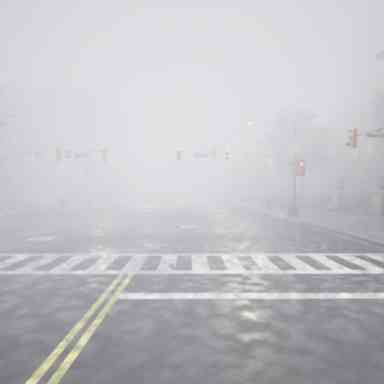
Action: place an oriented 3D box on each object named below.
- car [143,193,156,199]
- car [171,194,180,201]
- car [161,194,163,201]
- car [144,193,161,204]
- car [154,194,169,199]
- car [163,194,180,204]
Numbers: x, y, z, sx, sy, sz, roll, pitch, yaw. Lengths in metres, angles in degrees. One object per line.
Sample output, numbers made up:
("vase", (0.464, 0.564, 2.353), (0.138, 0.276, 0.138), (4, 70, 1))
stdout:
("car", (-11.189, 1.116, 87.099), (1.837, 1.490, 4.892), (0, 0, -29))
("car", (-3.658, 1.227, 73.620), (2.033, 1.411, 5.357), (0, 0, -3))
("car", (-7.078, 1.218, 72.180), (1.812, 1.442, 4.674), (0, 0, 0))
("car", (-7.054, 1.234, 57.324), (1.882, 1.535, 5.008), (0, 0, 0))
("car", (-8.242, 1.150, 89.009), (2.033, 1.411, 5.357), (0, 0, -29))
("car", (-3.555, 1.230, 58.368), (1.882, 1.535, 5.008), (0, 0, 0))
